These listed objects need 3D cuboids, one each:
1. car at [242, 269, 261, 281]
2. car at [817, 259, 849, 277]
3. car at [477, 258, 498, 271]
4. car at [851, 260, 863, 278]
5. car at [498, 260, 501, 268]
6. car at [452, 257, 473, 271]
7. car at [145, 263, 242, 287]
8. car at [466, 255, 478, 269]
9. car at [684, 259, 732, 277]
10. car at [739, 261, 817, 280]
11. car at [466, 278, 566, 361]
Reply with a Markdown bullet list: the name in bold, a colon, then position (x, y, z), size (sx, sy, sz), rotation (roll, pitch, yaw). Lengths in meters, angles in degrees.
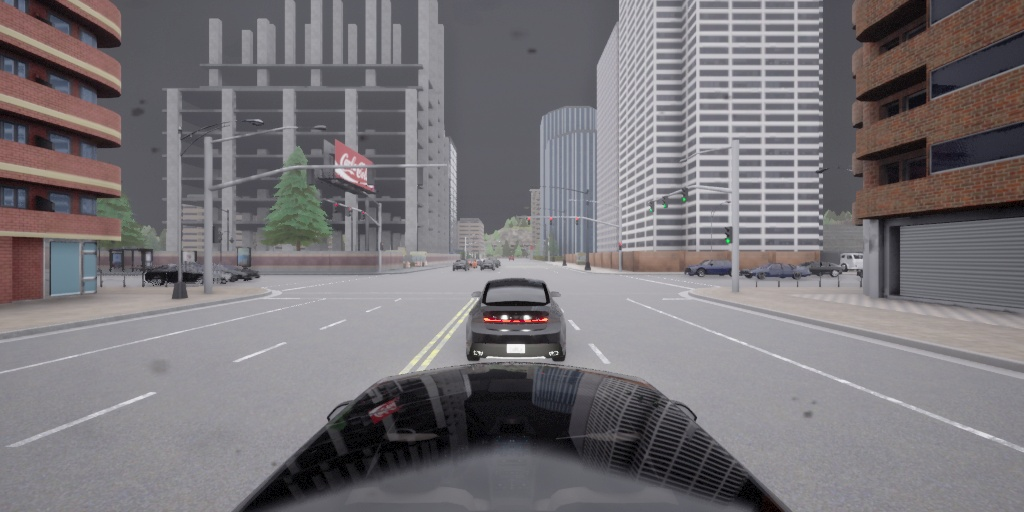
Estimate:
- **car**: position (-22.473, 1.297, 27.476), size (5.357, 1.411, 2.033), rotation (0, 0, 0)
- **car**: position (29.064, 1.255, 34.695), size (4.892, 1.490, 1.837), rotation (0, 0, 0)
- **car**: position (-3.360, 1.255, 50.297), size (1.837, 1.490, 4.892), rotation (0, 0, 0)
- **car**: position (32.716, 1.314, 31.192), size (4.181, 1.385, 1.994), rotation (0, 0, 0)
- **car**: position (-3.295, 1.102, 60.422), size (2.097, 1.767, 4.553), rotation (0, 0, 0)
- **car**: position (-6.869, 1.255, 48.767), size (1.837, 1.490, 4.892), rotation (0, 0, 0)
- **car**: position (-21.473, 1.241, 23.979), size (4.902, 1.511, 2.128), rotation (0, 0, 0)
- **car**: position (-6.812, 1.102, 57.973), size (2.097, 1.767, 4.553), rotation (0, 0, 0)
- **car**: position (19.214, 1.102, 34.700), size (4.553, 1.767, 2.097), rotation (0, 0, 0)
- **car**: position (22.804, 1.297, 31.202), size (5.357, 1.411, 2.033), rotation (0, 0, 0)
- **car**: position (0.093, 1.255, 8.235), size (1.837, 1.490, 4.892), rotation (0, 0, 1)
